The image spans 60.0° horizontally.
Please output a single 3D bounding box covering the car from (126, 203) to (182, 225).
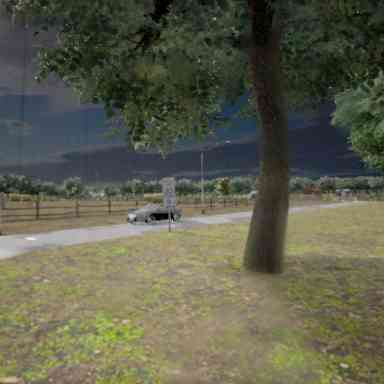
[{"bbox_3d":[-2.710,1.576,24.744,2.128,1.511,4.902,-2,-1,36],"label":"car"}]
